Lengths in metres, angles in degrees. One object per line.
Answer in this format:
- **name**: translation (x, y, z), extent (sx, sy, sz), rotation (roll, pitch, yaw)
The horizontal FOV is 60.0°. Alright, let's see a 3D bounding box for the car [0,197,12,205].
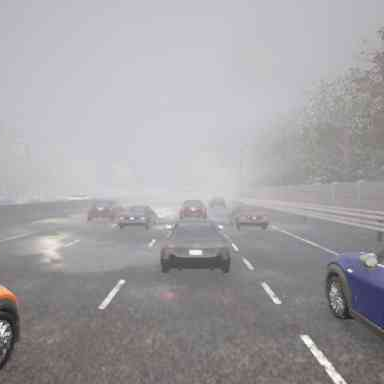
- **car**: translation (-28.066, 1.496, 48.952), extent (1.882, 1.535, 5.008), rotation (0, 0, 0)

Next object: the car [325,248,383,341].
- **car**: translation (3.577, 1.309, 4.468), extent (2.097, 1.767, 4.553), rotation (0, 0, 0)

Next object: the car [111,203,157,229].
- **car**: translation (-3.404, 1.551, 21.405), extent (2.033, 1.411, 5.357), rotation (0, 0, 0)

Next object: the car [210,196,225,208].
- **car**: translation (3.488, 1.326, 47.117), extent (2.097, 1.767, 4.553), rotation (0, 0, 0)

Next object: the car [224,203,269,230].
- **car**: translation (3.494, 1.510, 21.147), extent (2.033, 1.411, 5.357), rotation (0, 0, 0)

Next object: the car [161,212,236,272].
- **car**: translation (0.098, 1.564, 10.779), extent (1.994, 1.385, 4.181), rotation (0, 0, 0)

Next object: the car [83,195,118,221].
- **car**: translation (-6.906, 1.358, 27.186), extent (2.097, 1.767, 4.553), rotation (0, 0, 0)

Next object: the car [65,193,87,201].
- **car**: translation (-17.572, 1.240, 51.172), extent (2.150, 2.045, 5.566), rotation (0, 0, 1)

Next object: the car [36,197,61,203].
- **car**: translation (-21.076, 1.582, 49.863), extent (1.994, 1.385, 4.181), rotation (0, 0, 0)

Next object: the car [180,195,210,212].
- **car**: translation (0.092, 1.358, 27.185), extent (2.097, 1.767, 4.553), rotation (0, 0, 0)

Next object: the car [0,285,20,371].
- **car**: translation (-3.403, 1.352, 2.718), extent (2.097, 1.767, 4.553), rotation (0, 0, 0)

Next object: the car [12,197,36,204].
- **car**: translation (-24.564, 1.510, 50.560), extent (2.128, 1.511, 4.902), rotation (0, 0, 0)
